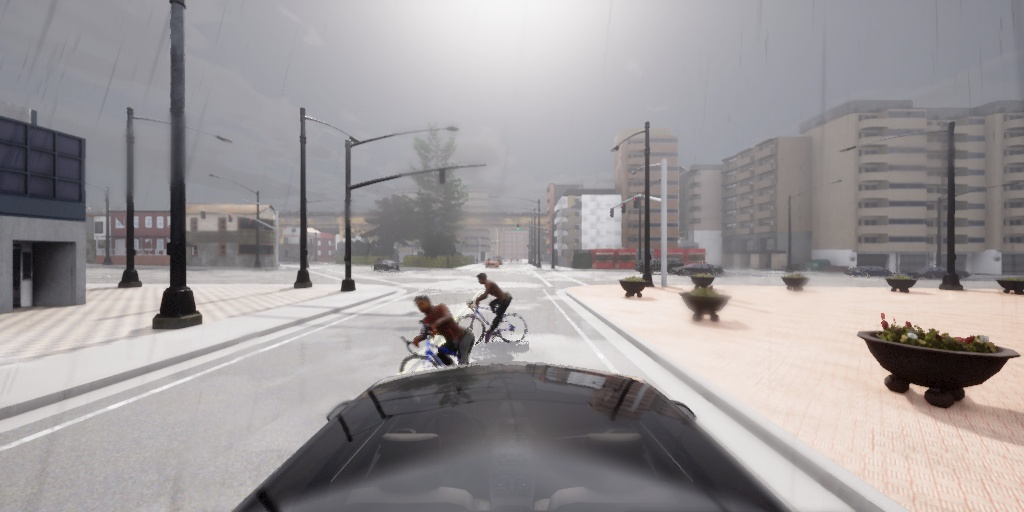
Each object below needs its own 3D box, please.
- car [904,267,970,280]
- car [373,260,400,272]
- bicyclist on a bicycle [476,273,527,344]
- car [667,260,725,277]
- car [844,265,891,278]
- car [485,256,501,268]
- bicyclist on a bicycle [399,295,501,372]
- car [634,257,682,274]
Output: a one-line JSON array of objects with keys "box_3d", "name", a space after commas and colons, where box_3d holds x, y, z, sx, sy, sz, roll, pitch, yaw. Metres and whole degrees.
[{"box_3d": [45.851, 1.845, 38.736, 5.357, 1.411, 2.033, 1, 0, 0], "name": "car"}, {"box_3d": [-16.373, 1.247, 46.727, 4.674, 1.442, 1.812, 0, 0, 44], "name": "car"}, {"box_3d": [-0.493, 1.198, 8.113, 1.656, 1.620, 0.582, -2, 0, 2], "name": "bicyclist on a bicycle"}, {"box_3d": [19.952, 1.469, 38.724, 5.357, 1.411, 2.033, 1, 0, 0], "name": "car"}, {"box_3d": [41.881, 1.803, 42.258, 4.181, 1.385, 1.994, 1, 0, 0], "name": "car"}, {"box_3d": [-3.324, 1.084, 59.410, 2.097, 1.767, 4.553, 0, 0, 1], "name": "car"}, {"box_3d": [-0.837, 1.194, 4.516, 0.582, 1.620, 1.656, -41, -39, 16], "name": "bicyclist on a bicycle"}, {"box_3d": [17.383, 1.110, 42.218, 5.566, 2.045, 2.150, 1, 0, 0], "name": "car"}]
